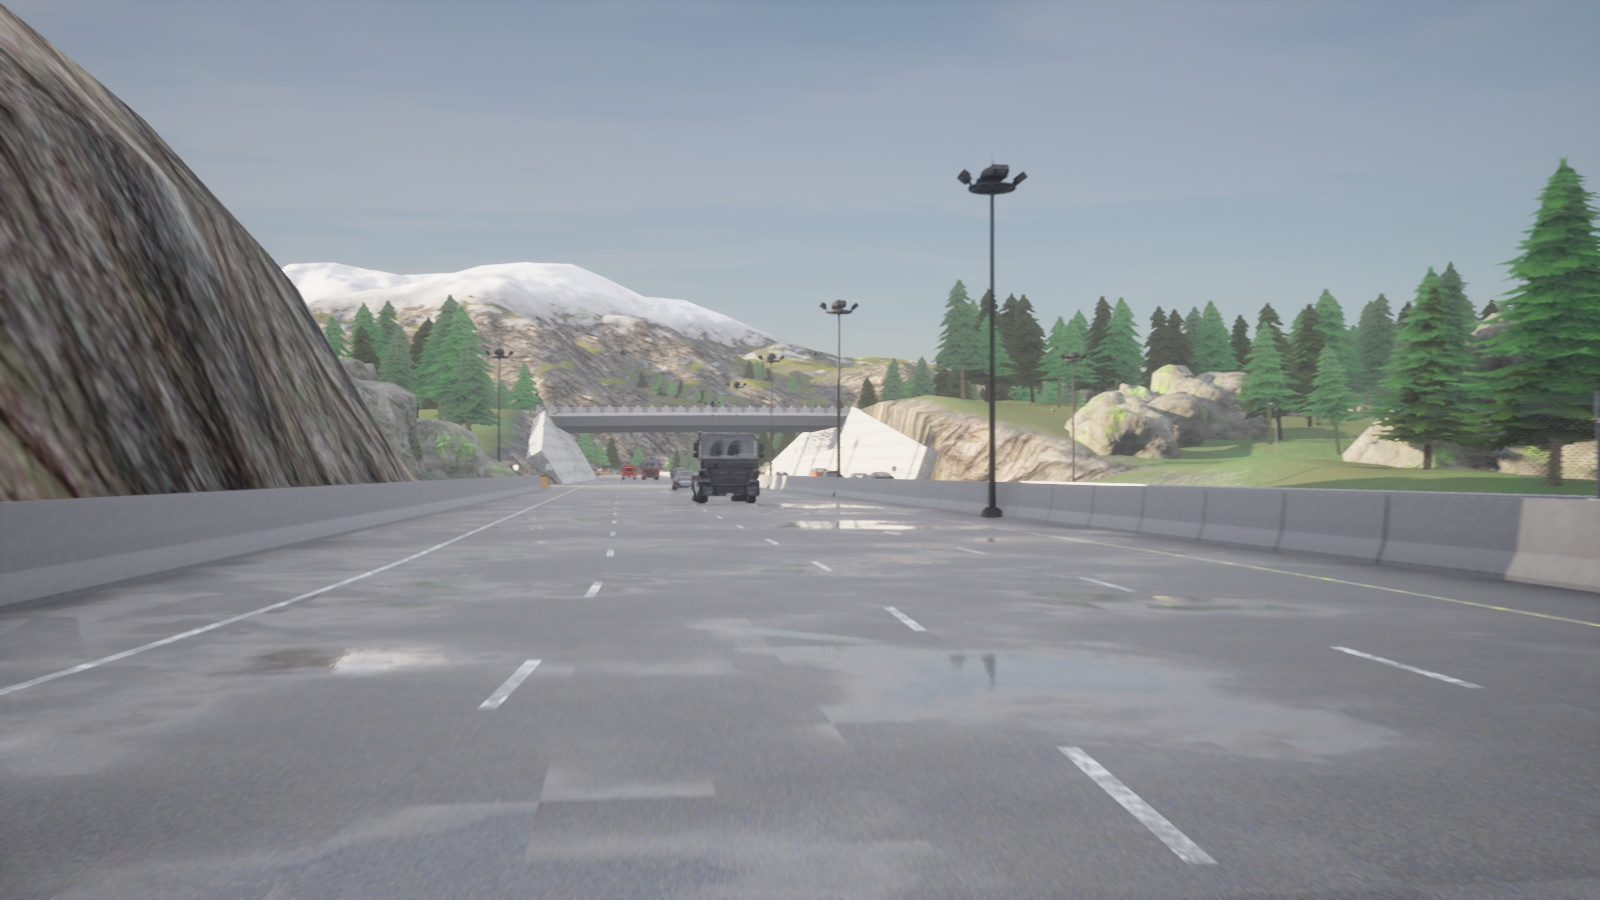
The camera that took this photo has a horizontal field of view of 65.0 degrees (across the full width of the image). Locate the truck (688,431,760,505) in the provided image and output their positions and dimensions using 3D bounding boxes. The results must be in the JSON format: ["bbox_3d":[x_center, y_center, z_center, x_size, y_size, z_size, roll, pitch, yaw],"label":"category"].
[{"bbox_3d":[-3.877,0.899,62.529,2.891,3.462,7.936,0,-1,-8],"label":"truck"}]
